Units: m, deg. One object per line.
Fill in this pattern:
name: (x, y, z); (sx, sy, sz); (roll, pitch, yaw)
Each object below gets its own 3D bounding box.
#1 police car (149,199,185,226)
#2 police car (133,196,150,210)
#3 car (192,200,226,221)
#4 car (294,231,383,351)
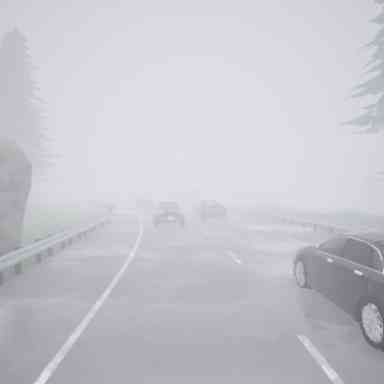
police car: (-1.689, 1.427, 22.680); (2.038, 1.542, 4.974); (0, 0, -9)
police car: (-6.032, 1.293, 40.435); (1.930, 1.638, 5.238); (0, 0, -18)
car: (1.249, 1.397, 26.066); (2.128, 1.511, 4.902); (0, 0, -11)
car: (3.422, 1.477, 6.151); (1.837, 1.490, 4.892); (0, 0, -2)
